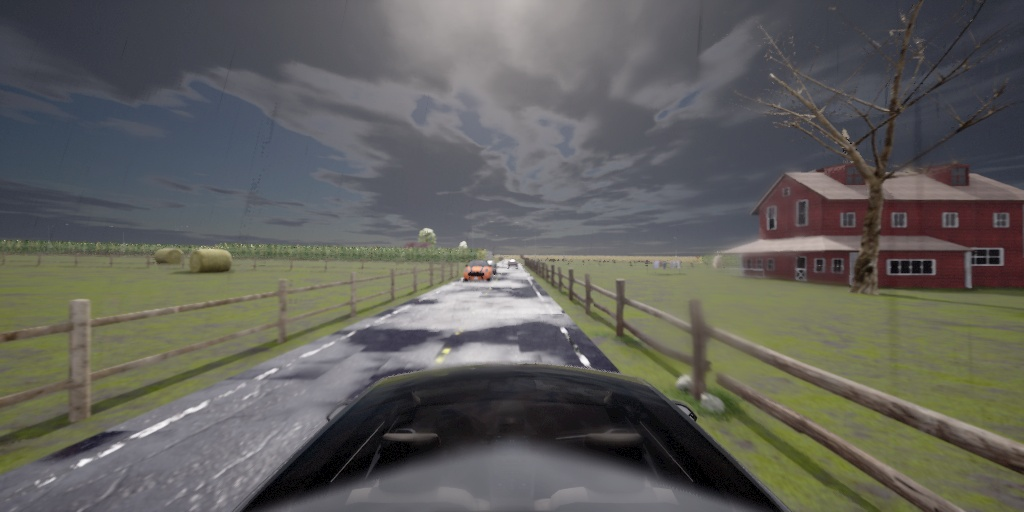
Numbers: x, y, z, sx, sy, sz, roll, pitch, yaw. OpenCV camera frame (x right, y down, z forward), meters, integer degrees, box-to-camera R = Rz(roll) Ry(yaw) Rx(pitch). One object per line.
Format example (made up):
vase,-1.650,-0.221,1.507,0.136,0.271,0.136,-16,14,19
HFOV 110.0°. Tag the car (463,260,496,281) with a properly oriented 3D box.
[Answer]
car,-2.702,1.101,29.435,2.097,1.767,4.553,0,0,0

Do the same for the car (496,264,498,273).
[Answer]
car,-2.676,1.246,41.153,2.128,1.511,4.902,0,0,0

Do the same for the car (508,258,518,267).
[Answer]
car,0.137,1.315,65.345,2.033,1.411,5.357,0,0,0
